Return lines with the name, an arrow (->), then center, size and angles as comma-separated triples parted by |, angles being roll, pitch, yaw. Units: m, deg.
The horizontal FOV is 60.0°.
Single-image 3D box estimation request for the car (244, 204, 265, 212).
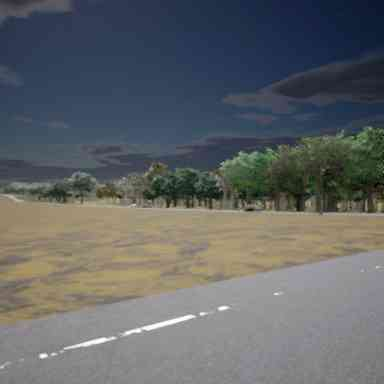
car -> 13.125, 3.363, 70.070 | 2.097, 1.767, 4.553 | 1, -2, -33
